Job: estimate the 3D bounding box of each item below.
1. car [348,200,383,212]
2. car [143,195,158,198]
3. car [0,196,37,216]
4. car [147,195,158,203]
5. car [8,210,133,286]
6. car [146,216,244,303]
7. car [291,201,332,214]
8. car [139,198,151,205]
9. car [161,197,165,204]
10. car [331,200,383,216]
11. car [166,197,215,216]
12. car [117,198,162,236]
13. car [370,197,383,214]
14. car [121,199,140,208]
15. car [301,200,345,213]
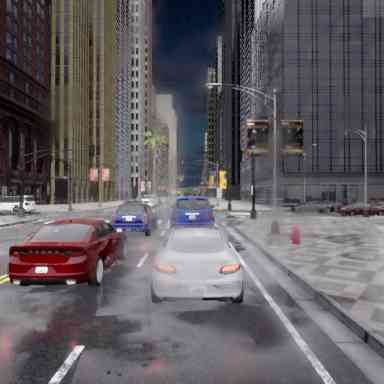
[{"bbox_3d":[20.857,1.638,38.769,4.313,1.339,1.947,0,0,-1],"label":"car"},{"bbox_3d":[-6.555,1.447,50.972,2.150,2.045,5.566,0,0,0],"label":"car"},{"bbox_3d":[-19.303,1.414,34.963,5.566,2.045,2.150,0,0,3],"label":"car"},{"bbox_3d":[-9.679,1.679,81.790,2.150,2.045,5.566,0,0,0],"label":"car"},{"bbox_3d":[-3.144,1.488,9.445,1.882,1.535,5.008,0,0,0],"label":"car"},{"bbox_3d":[0.105,1.533,8.073,1.812,1.442,4.674,0,0,0],"label":"car"},{"bbox_3d":[12.833,1.632,35.900,4.181,1.385,1.994,0,-1,-1],"label":"car"},{"bbox_3d":[-9.691,1.880,68.705,1.812,1.442,4.674,0,0,0],"label":"car"},{"bbox_3d":[-6.518,1.796,60.681,1.837,1.490,4.892,0,0,1],"label":"car"},{"bbox_3d":[15.340,1.573,30.163,4.206,1.307,1.802,0,0,-1],"label":"car"},{"bbox_3d":[0.041,1.255,17.775,2.150,2.045,5.566,0,0,1],"label":"car"},{"bbox_3d":[-3.134,1.389,18.672,2.097,1.767,4.553,0,0,0],"label":"car"},{"bbox_3d":[22.165,1.389,36.035,4.553,1.767,2.097,0,-1,-1],"label":"car"},{"bbox_3d":[-9.799,1.787,53.170,2.033,1.411,5.357,0,0,0],"label":"car"},{"bbox_3d":[15.218,1.658,38.687,4.313,1.339,1.947,0,0,-1],"label":"car"}]
